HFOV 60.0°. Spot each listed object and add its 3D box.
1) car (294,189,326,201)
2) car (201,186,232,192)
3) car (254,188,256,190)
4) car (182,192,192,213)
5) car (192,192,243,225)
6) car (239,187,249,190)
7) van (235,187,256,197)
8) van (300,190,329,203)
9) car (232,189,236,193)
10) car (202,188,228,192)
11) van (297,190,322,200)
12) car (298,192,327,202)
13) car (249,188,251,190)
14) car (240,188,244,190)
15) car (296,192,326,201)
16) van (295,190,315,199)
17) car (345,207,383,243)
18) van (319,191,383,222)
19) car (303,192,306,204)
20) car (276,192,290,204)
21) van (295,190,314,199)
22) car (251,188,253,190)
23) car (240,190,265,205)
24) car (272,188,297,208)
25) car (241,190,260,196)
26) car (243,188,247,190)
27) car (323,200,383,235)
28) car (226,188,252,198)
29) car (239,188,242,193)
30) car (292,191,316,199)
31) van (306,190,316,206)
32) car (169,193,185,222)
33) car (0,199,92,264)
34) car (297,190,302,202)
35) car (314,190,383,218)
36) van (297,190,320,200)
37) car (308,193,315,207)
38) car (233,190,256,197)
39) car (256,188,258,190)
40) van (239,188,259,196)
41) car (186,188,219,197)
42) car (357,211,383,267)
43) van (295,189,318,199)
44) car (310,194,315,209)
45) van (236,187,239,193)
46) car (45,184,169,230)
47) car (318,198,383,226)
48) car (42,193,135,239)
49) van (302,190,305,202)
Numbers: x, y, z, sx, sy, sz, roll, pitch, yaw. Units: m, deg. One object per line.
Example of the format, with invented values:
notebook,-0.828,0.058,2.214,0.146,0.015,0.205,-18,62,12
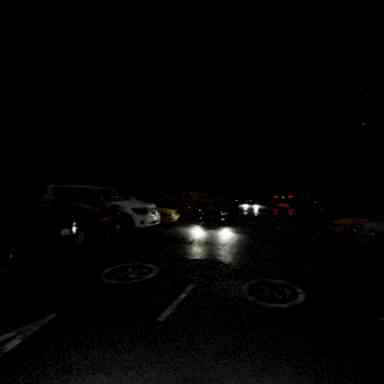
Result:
car,23.093,0.573,65.348,5.566,2.045,2.435,2,1,15
car,1.663,0.466,36.722,4.553,1.767,2.185,2,1,15
car,9.750,0.176,66.165,4.553,1.767,2.185,2,1,15
car,-2.812,0.854,20.689,4.892,1.521,2.231,2,2,15
car,1.719,1.018,20.443,1.882,1.535,5.008,2,2,15
car,5.894,0.422,52.832,5.366,1.575,1.946,2,1,15
van,11.894,-0.005,74.213,4.442,1.987,1.878,2,1,15
van,21.014,0.682,57.302,4.442,1.987,1.878,2,1,15
car,2.395,0.593,39.398,4.792,1.488,2.163,2,1,15
car,0.326,0.665,31.338,5.366,1.575,1.946,2,2,15
van,23.971,0.578,67.980,4.442,1.987,1.878,2,1,15
car,21.595,0.918,59.887,4.674,1.452,2.002,2,1,15
car,6.819,0.408,55.456,4.892,1.521,2.231,2,1,15
car,4.561,0.513,47.440,4.792,1.488,2.163,2,1,15
car,22.333,0.851,62.557,5.008,1.535,2.097,2,1,15
van,26.662,0.538,78.586,4.442,1.987,1.878,2,0,15
car,8.287,1.540,11.848,4.674,1.452,2.002,2,2,15
van,12.144,1.030,25.272,4.442,1.987,1.878,2,2,15
car,14.951,1.110,35.858,5.008,1.535,2.097,2,1,15
car,13.424,0.816,48.871,1.837,1.490,4.892,2,2,16
van,28.362,0.585,83.863,4.442,1.987,1.878,2,0,15
car,7.548,0.382,58.135,4.892,1.521,2.231,2,1,15
car,7.346,0.826,40.401,1.994,1.385,4.181,2,1,15
car,10.178,0.644,37.090,2.150,2.045,5.566,2,1,15
car,14.952,0.281,84.870,4.674,1.452,2.002,2,0,15
car,5.302,0.487,50.116,4.792,1.488,2.163,2,1,15
car,8.852,1.439,14.565,5.366,1.575,1.946,2,2,15
car,9.010,0.202,63.490,4.553,1.767,2.185,2,1,15
car,3.821,0.539,44.765,4.792,1.488,2.163,2,1,15
car,27.324,0.776,81.273,5.366,1.575,1.946,2,0,15
van,14.107,0.909,33.199,4.442,1.987,1.878,2,1,15
car,-3.381,0.907,17.966,5.366,1.575,1.946,2,2,15
car,-5.814,1.081,10.000,4.792,1.488,2.163,2,2,15
car,17.146,0.780,43.870,5.566,2.045,2.435,2,1,15
car,10.547,1.101,19.838,5.566,2.045,2.435,2,2,15
van,24.676,0.554,70.529,4.442,1.987,1.878,2,1,15
car,13.495,1.201,30.516,4.792,1.488,2.163,2,1,15
car,11.258,0.292,71.511,4.674,1.452,2.002,2,1,15
car,10.511,0.277,68.837,5.008,1.535,2.097,2,1,15
van,14.109,-0.009,82.224,4.442,1.987,1.878,2,0,15
car,-0.740,0.692,28.881,5.366,1.575,1.946,2,2,15
car,7.521,1.578,9.186,4.792,1.488,2.163,2,2,15
van,25.227,0.517,73.389,4.442,1.987,1.878,2,1,15
car,12.790,1.238,27.973,4.792,1.488,2.163,2,2,15
van,3.230,0.315,42.046,4.442,1.987,1.878,2,1,15
car,-4.265,0.703,15.326,5.566,2.045,2.435,2,2,15
car,11.222,1.329,22.529,4.792,1.488,2.163,2,2,15
car,-5.038,1.003,12.665,5.008,1.535,2.097,2,2,15
van,16.321,0.828,41.225,4.442,1.987,1.878,2,1,15
